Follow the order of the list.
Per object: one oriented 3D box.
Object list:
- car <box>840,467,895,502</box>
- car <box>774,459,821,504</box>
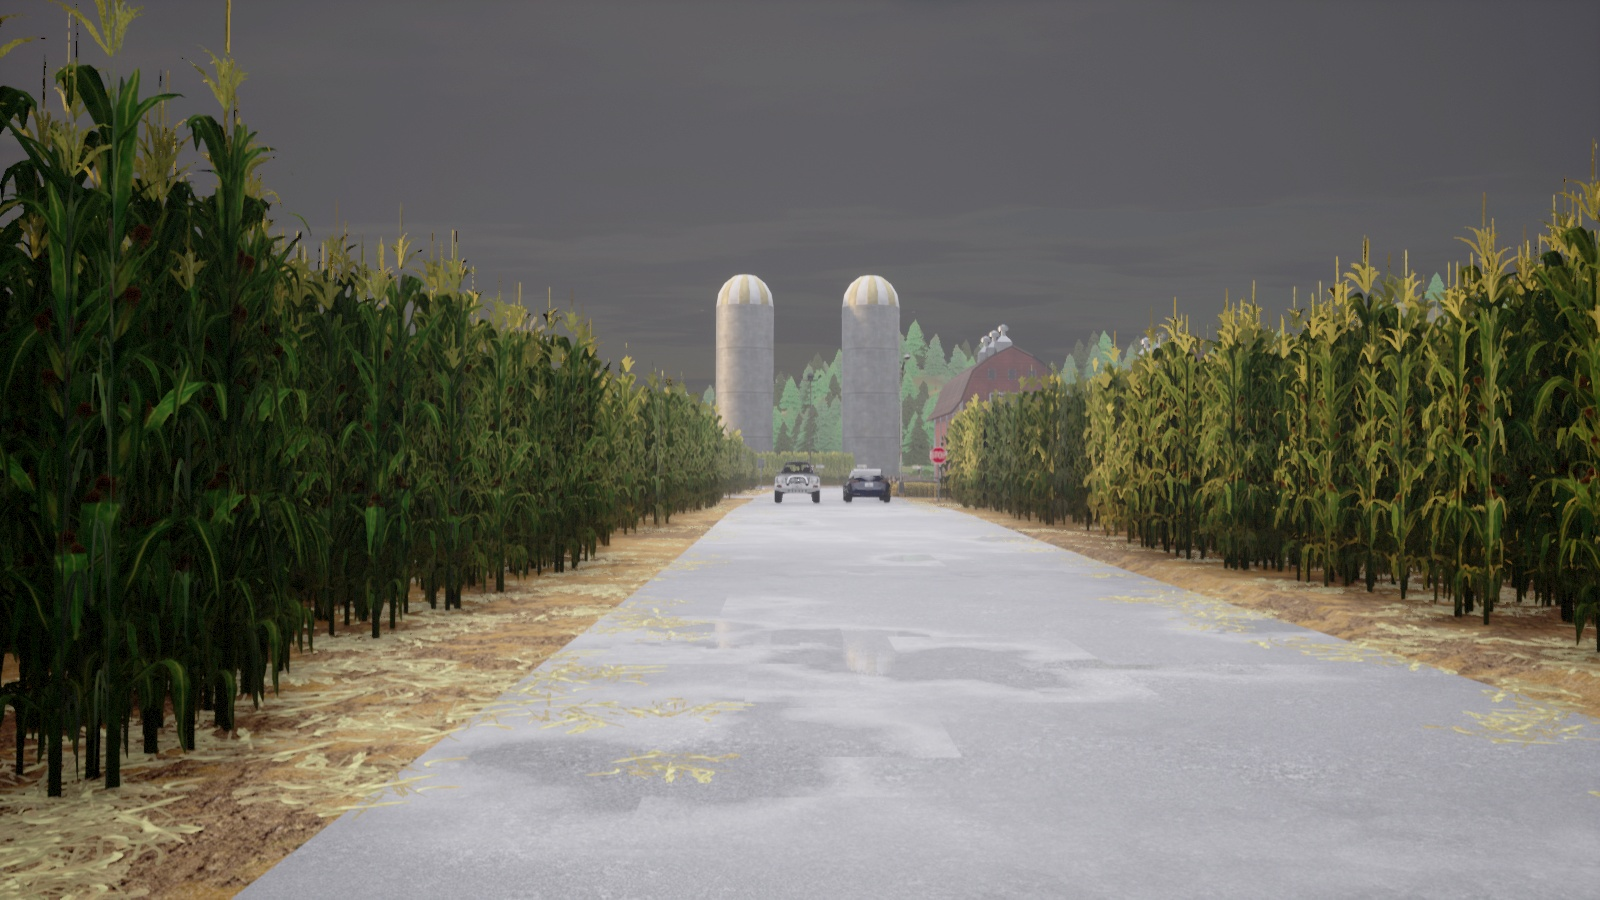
[{"bbox_3d":[2.963,1.535,56.122,2.163,1.488,4.792,0,-1,0],"label":"car"},{"bbox_3d":[-0.108,1.329,54.036,1.932,1.855,4.605,0,-1,0],"label":"car"}]
